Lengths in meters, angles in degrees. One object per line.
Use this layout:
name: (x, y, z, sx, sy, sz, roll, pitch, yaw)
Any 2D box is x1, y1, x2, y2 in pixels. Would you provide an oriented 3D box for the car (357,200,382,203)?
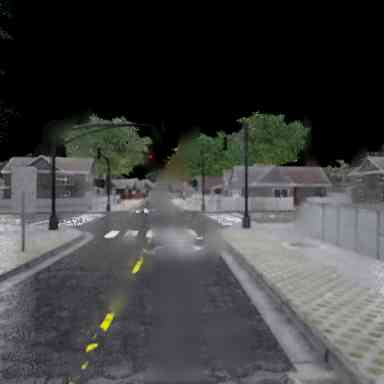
car: (16.516, 1.467, 31.382, 4.181, 1.385, 1.994, 0, 0, -5)
